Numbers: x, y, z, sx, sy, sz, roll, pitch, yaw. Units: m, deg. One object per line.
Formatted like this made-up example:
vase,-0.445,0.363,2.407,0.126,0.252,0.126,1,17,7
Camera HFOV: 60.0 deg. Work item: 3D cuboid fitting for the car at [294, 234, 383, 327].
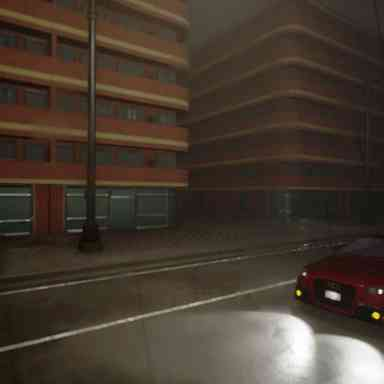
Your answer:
car,4.051,1.620,6.902,4.181,1.385,1.994,1,0,-36
